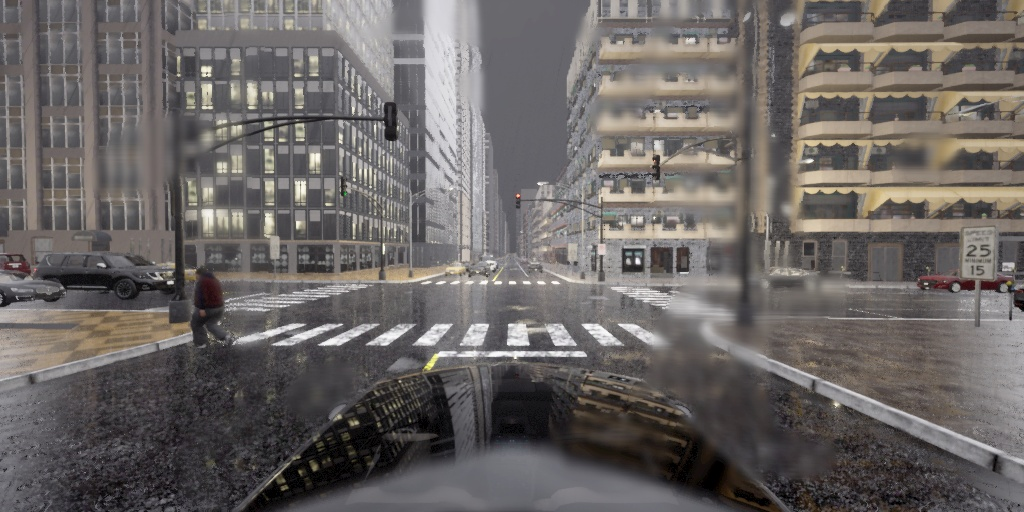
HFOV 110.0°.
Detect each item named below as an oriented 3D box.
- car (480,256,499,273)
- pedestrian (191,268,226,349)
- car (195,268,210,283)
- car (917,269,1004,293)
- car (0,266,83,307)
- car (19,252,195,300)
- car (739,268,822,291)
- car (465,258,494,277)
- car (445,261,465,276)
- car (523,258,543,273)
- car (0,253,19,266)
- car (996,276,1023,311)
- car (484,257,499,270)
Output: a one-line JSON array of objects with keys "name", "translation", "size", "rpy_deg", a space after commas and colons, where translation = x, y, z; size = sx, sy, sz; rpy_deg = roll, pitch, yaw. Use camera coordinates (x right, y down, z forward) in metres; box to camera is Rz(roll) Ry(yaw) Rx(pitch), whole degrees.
[{"name": "car", "translation": [-3.101, 0.961, 44.436], "size": [2.150, 2.045, 5.566], "rpy_deg": [0, 0, 0]}, {"name": "pedestrian", "translation": [-6.535, 1.042, 7.669], "size": [0.375, 1.860, 0.375], "rpy_deg": [-1, 1, 0]}, {"name": "car", "translation": [-21.669, 1.030, 22.381], "size": [4.829, 1.417, 1.751], "rpy_deg": [0, 0, 1]}, {"name": "car", "translation": [27.373, 1.462, 21.733], "size": [4.507, 1.381, 1.888], "rpy_deg": [0, 0, 1]}, {"name": "car", "translation": [-20.287, 1.204, 14.047], "size": [4.403, 1.370, 2.007], "rpy_deg": [0, 0, 1]}, {"name": "car", "translation": [-18.484, 0.848, 16.567], "size": [5.566, 2.045, 2.150], "rpy_deg": [1, 1, 1]}, {"name": "car", "translation": [16.307, 1.376, 21.887], "size": [4.403, 1.370, 2.007], "rpy_deg": [0, 0, 1]}, {"name": "car", "translation": [-3.099, 1.246, 34.737], "size": [1.837, 1.490, 4.892], "rpy_deg": [0, 0, 0]}, {"name": "car", "translation": [-5.694, 1.266, 36.531], "size": [1.751, 1.417, 4.829], "rpy_deg": [0, 0, 0]}, {"name": "car", "translation": [2.685, 1.290, 42.356], "size": [2.007, 1.370, 4.403], "rpy_deg": [0, 0, 0]}, {"name": "car", "translation": [-33.615, 0.713, 22.584], "size": [5.009, 1.841, 2.192], "rpy_deg": [0, 0, 1]}, {"name": "car", "translation": [21.715, 1.576, 13.432], "size": [4.313, 1.339, 1.948], "rpy_deg": [0, 0, 1]}, {"name": "car", "translation": [-3.093, 1.090, 54.579], "size": [2.097, 1.767, 4.553], "rpy_deg": [0, 0, 0]}]
